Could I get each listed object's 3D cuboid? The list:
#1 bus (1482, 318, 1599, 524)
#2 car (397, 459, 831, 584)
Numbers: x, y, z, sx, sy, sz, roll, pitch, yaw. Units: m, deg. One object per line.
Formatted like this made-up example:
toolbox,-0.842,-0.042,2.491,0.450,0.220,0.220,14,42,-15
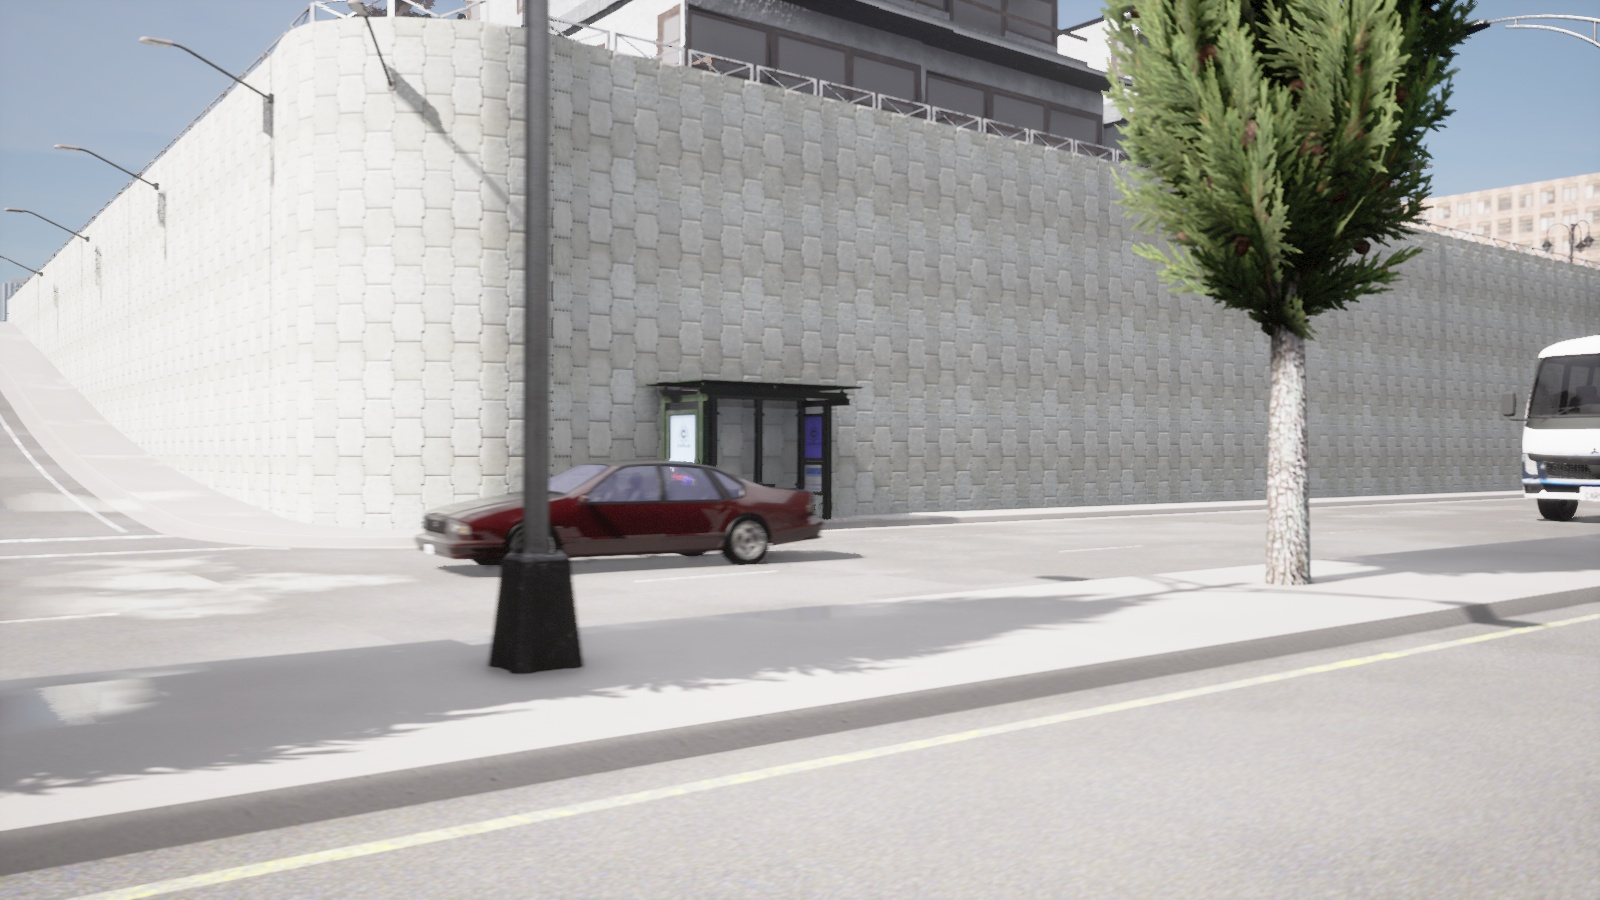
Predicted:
bus,20.365,-0.597,29.265,10.273,4.253,3.944,0,0,-37
car,-2.394,0.846,16.747,5.357,1.411,2.033,0,0,-31
